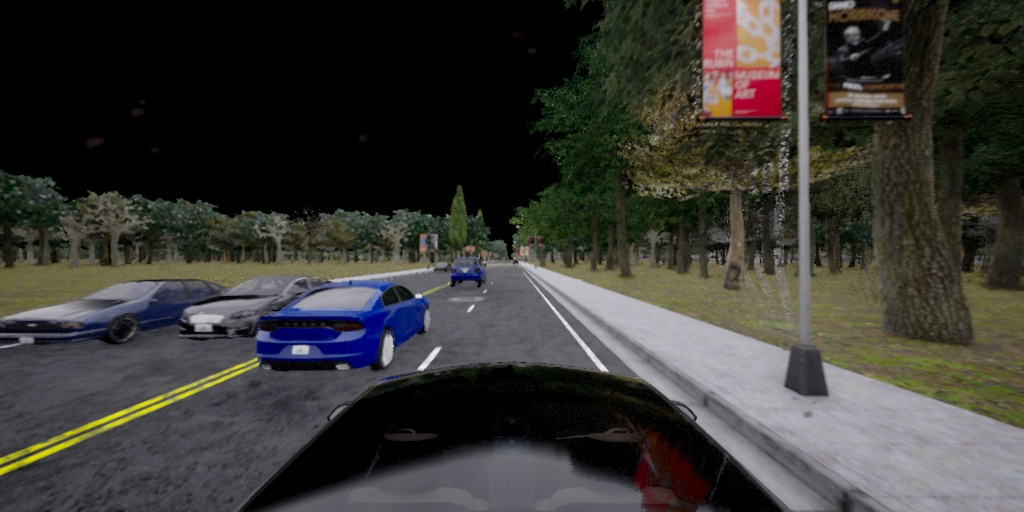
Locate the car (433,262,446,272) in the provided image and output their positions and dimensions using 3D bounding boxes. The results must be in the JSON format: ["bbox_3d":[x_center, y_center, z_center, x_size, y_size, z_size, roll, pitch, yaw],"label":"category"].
[{"bbox_3d":[-9.799,1.562,50.773,1.837,1.490,4.892,0,0,0],"label":"car"}]

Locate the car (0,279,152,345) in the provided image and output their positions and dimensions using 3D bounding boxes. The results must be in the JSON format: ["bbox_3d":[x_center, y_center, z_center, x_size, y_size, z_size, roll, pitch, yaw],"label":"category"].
[{"bbox_3d":[-9.845,1.346,9.935,2.033,1.411,5.357,0,0,0],"label":"car"}]

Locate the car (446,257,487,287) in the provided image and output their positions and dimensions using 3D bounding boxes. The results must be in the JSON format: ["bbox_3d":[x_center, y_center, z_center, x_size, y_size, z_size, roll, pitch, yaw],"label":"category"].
[{"bbox_3d":[-3.137,1.121,26.584,2.150,2.045,5.566,0,0,0],"label":"car"}]

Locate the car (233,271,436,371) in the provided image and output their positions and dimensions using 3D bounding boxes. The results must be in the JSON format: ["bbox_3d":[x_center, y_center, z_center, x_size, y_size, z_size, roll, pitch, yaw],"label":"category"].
[{"bbox_3d":[-3.147,1.263,7.820,1.882,1.535,5.008,0,0,0],"label":"car"}]

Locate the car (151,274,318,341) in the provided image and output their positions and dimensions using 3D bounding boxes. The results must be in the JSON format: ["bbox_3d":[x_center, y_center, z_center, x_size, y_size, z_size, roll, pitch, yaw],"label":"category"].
[{"bbox_3d":[-6.595,1.291,10.121,2.128,1.511,4.902,0,0,0],"label":"car"}]
